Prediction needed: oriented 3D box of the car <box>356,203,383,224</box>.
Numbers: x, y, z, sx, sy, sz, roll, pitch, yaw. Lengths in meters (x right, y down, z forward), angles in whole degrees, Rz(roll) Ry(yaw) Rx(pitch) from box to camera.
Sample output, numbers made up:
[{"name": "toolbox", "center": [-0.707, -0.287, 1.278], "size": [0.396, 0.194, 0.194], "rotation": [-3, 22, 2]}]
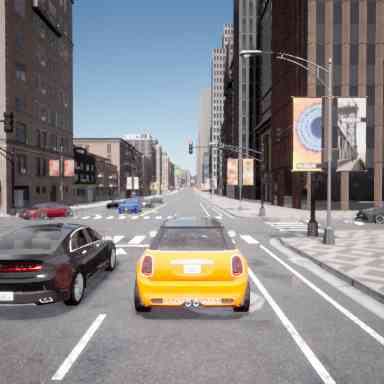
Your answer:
[{"name": "car", "center": [13.984, 1.470, 23.535], "size": [4.181, 1.385, 1.994], "rotation": [0, 1, 0]}]

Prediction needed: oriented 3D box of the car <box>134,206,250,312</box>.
[{"name": "car", "center": [0.010, 1.351, 7.864], "size": [2.097, 1.767, 4.553], "rotation": [0, 0, 0]}]

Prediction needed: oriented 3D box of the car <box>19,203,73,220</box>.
[{"name": "car", "center": [-12.037, 1.572, 27.682], "size": [1.994, 1.385, 4.181], "rotation": [0, 0, 31]}]

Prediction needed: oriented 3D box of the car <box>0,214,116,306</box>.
[{"name": "car", "center": [-3.154, 1.504, 8.008], "size": [1.837, 1.490, 4.892], "rotation": [0, 0, 0]}]

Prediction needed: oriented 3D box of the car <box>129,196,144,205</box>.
[{"name": "car", "center": [-9.830, 1.535, 59.534], "size": [1.837, 1.490, 4.892], "rotation": [0, 0, 0]}]

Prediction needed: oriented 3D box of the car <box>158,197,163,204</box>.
[{"name": "car", "center": [-6.559, 1.594, 63.005], "size": [1.994, 1.385, 4.181], "rotation": [0, 0, 1]}]

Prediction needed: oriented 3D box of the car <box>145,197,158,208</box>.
[{"name": "car", "center": [-6.600, 1.515, 47.956], "size": [2.128, 1.511, 4.902], "rotation": [0, 0, 0]}]

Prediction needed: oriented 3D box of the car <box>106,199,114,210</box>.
[{"name": "car", "center": [-9.855, 1.622, 43.431], "size": [1.895, 1.301, 4.718], "rotation": [0, 0, 0]}]

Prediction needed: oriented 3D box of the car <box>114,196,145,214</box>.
[{"name": "car", "center": [-6.603, 1.493, 35.877], "size": [1.882, 1.535, 5.008], "rotation": [0, 0, 0]}]
